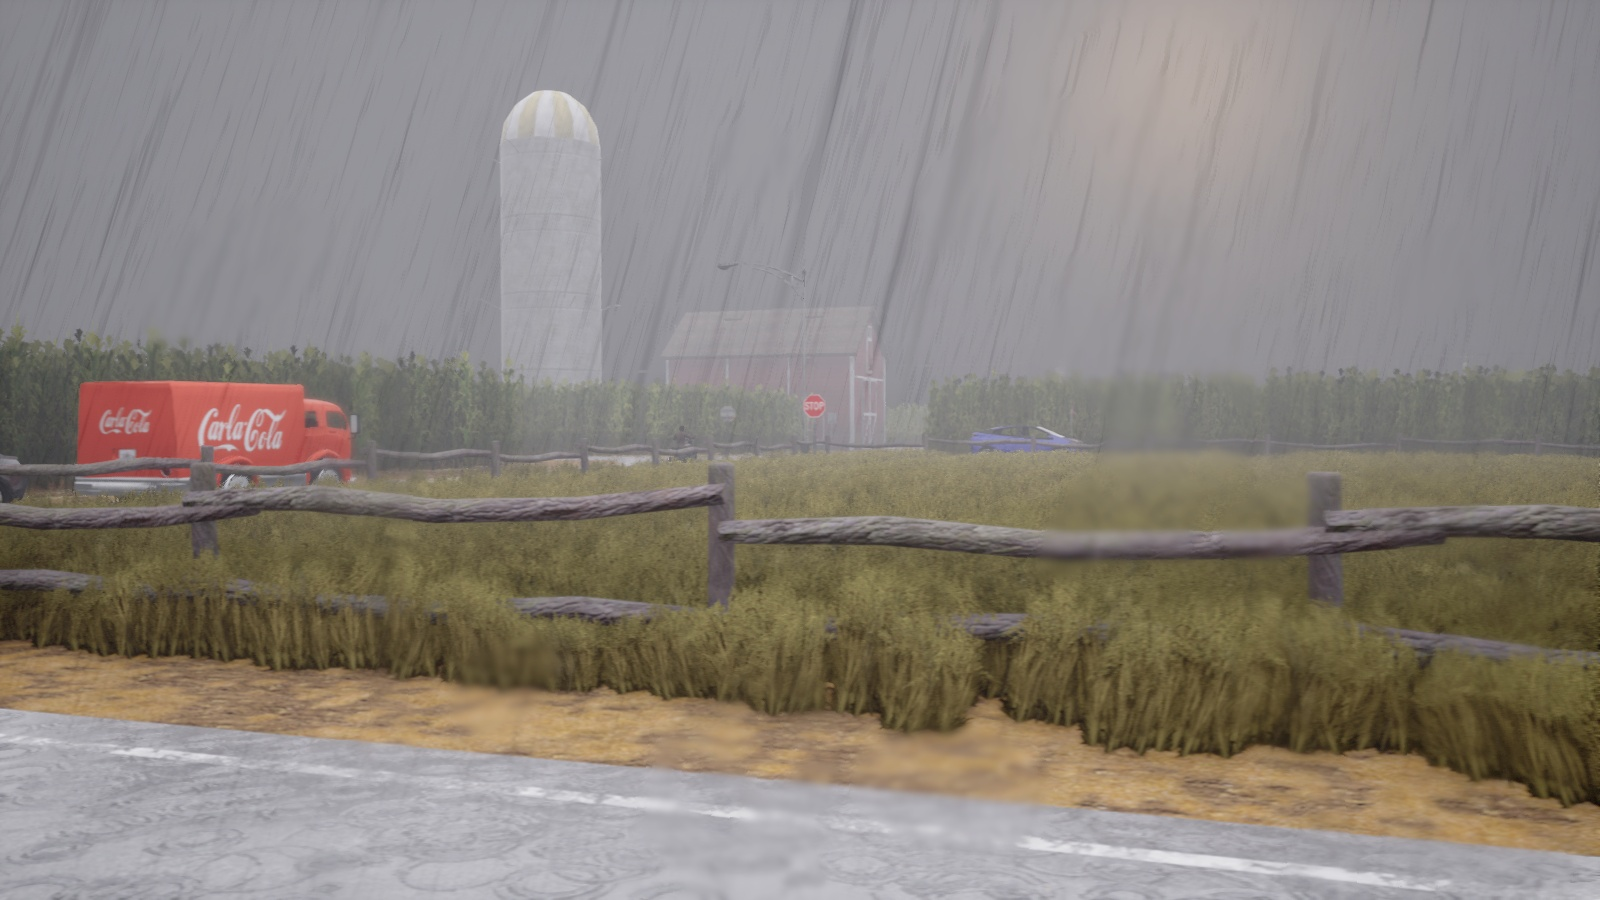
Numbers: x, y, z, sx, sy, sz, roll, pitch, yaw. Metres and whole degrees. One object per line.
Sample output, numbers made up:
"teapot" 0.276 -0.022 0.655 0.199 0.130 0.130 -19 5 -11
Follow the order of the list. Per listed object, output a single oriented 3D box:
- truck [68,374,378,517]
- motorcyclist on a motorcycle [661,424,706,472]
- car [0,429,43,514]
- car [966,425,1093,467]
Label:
"truck" -11.011 -0.134 24.516 2.627 2.467 5.204 1 1 19
"motorcyclist on a motorcycle" -4.141 -0.102 44.958 0.766 1.649 2.350 1 1 17
"car" -15.499 0.392 20.948 1.837 1.490 4.892 1 1 19
"car" 8.932 -0.181 48.856 4.514 1.525 2.007 1 1 22
